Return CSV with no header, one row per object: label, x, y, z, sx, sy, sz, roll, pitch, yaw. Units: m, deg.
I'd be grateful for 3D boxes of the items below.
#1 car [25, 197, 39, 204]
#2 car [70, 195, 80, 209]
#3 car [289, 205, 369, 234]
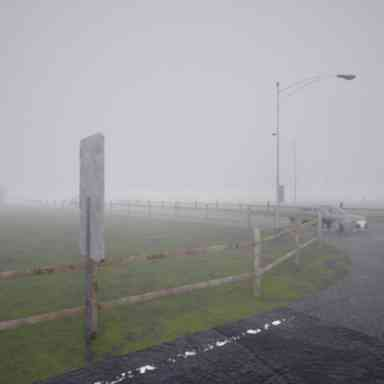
car,-35.322,1.848,73.529,2.033,1.411,5.357,0,0,-39
car,-17.024,1.435,51.301,2.150,2.045,5.566,0,0,-39
car,7.880,1.528,19.590,2.128,1.511,4.902,0,-1,-25
